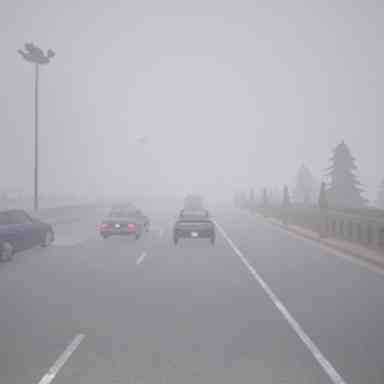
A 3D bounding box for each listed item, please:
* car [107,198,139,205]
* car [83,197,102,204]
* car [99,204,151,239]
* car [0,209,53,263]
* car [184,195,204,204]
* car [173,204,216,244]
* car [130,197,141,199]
[{"bbox_3d":[-6.888,1.631,33.328,2.033,1.411,5.357,0,0,0],"label":"car"},{"bbox_3d":[-18.326,1.697,61.497,1.812,1.442,4.674,0,0,13],"label":"car"},{"bbox_3d":[-3.395,1.593,17.650,2.033,1.411,5.357,0,0,0],"label":"car"},{"bbox_3d":[-6.897,1.385,12.203,2.097,1.767,4.553,0,0,0],"label":"car"},{"bbox_3d":[0.204,1.319,39.764,2.150,2.045,5.566,0,0,2],"label":"car"},{"bbox_3d":[0.105,1.533,16.073,2.128,1.511,4.902,0,0,0],"label":"car"},{"bbox_3d":[-10.879,1.659,62.404,1.837,1.490,4.892,0,0,14],"label":"car"}]
